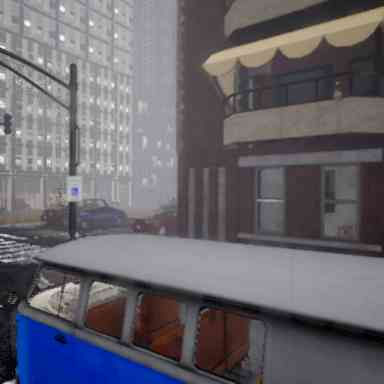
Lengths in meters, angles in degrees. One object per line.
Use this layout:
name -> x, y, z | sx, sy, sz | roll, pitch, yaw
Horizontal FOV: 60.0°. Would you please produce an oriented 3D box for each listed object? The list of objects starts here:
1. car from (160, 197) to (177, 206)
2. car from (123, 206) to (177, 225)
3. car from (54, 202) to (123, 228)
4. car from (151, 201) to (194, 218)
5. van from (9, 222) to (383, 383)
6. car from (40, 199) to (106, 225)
car -> -0.715, 1.394, 30.301 | 2.150, 2.045, 5.566 | 1, 0, 36
car -> -1.523, 1.729, 19.309 | 1.887, 1.381, 4.507 | 0, 0, 36
car -> -6.446, 1.647, 22.361 | 1.812, 1.442, 4.674 | 1, 0, 34
car -> -1.842, 1.699, 33.178 | 1.887, 1.381, 4.507 | 0, 0, 36
van -> 0.129, 1.346, 2.766 | 3.998, 1.788, 1.690 | 0, 1, 36
car -> -8.313, 1.411, 24.217 | 2.192, 1.841, 5.009 | 0, 0, 36
